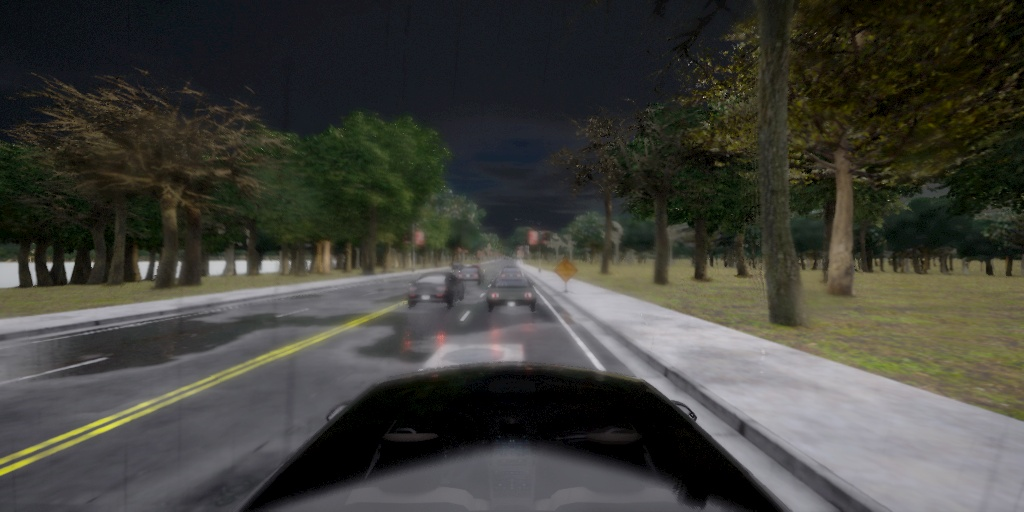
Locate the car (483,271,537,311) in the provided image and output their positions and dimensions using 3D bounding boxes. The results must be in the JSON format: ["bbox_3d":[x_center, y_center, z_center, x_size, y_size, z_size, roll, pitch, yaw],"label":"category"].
[{"bbox_3d":[-0.004,1.483,15.225,1.895,1.301,4.718,0,-1,0],"label":"car"}]

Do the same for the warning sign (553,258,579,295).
[{"bbox_3d":[2.820,1.032,18.730,1.300,1.860,1.060,0,0,0],"label":"warning sign"}]

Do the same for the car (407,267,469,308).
[{"bbox_3d":[-3.247,1.413,15.861,1.812,1.442,4.674,0,0,0],"label":"car"}]

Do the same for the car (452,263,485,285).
[{"bbox_3d":[-3.320,1.574,29.480,2.033,1.411,5.357,0,-1,0],"label":"car"}]

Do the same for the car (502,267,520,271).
[{"bbox_3d":[-0.071,1.574,29.529,2.033,1.411,5.357,0,-1,0],"label":"car"}]
